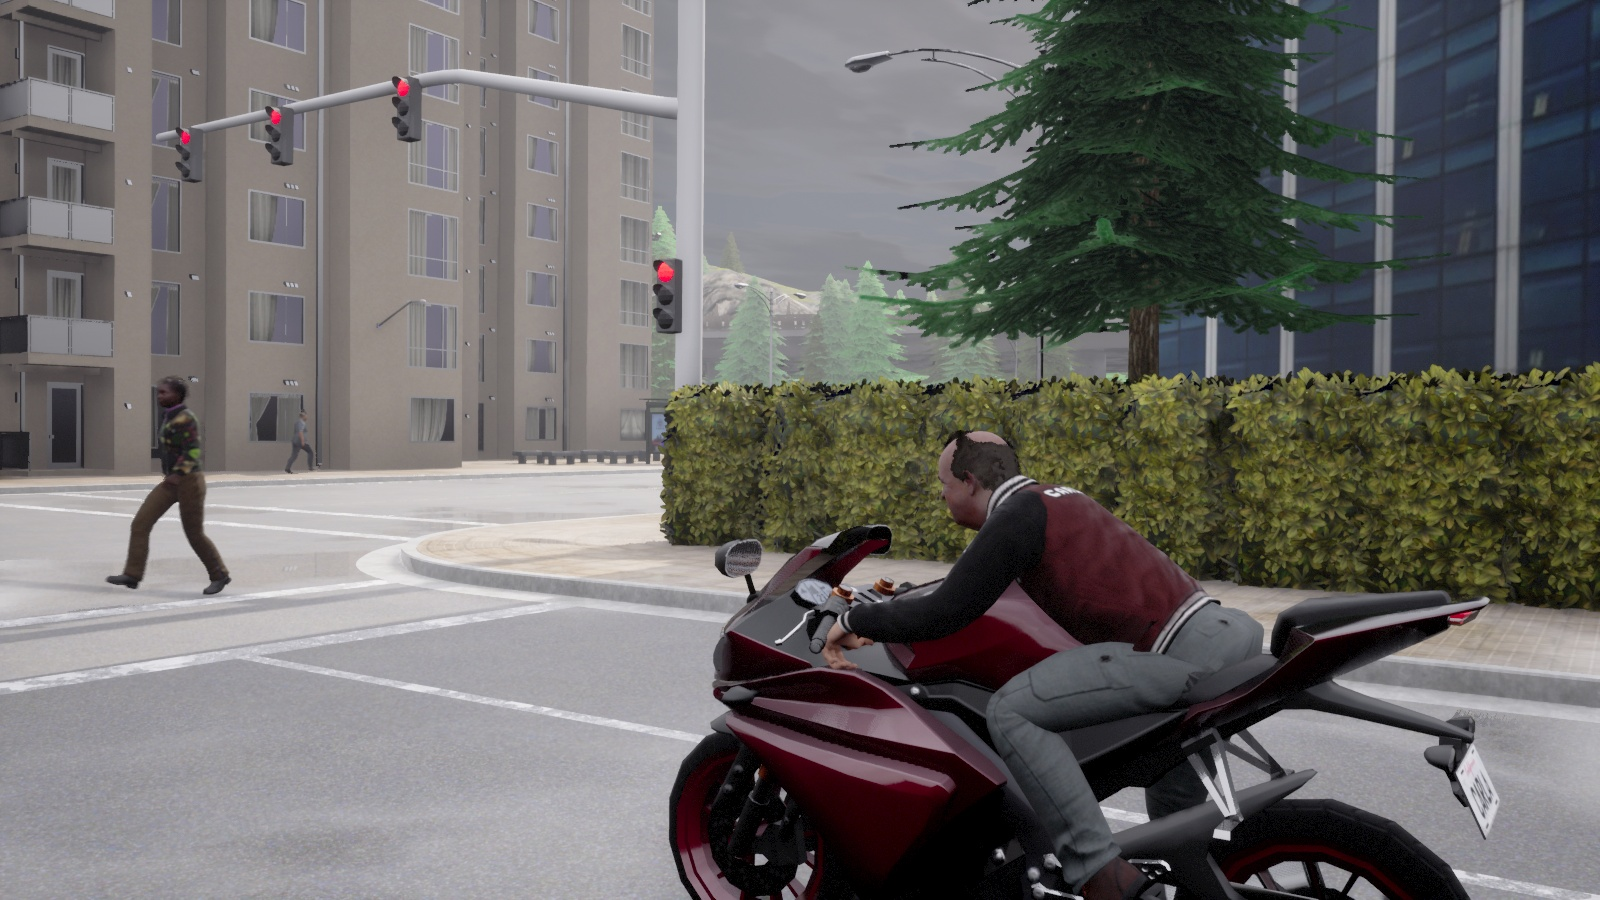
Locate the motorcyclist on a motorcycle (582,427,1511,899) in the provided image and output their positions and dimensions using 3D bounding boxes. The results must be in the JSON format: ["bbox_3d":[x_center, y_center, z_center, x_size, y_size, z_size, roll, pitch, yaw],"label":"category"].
[{"bbox_3d":[0.552,0.717,3.257,2.191,1.530,0.866,0,1,34],"label":"motorcyclist on a motorcycle"}]

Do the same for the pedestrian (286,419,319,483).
[{"bbox_3d":[-14.429,0.023,36.424,0.540,1.848,0.694,0,1,41],"label":"pedestrian"}]

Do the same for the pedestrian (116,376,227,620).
[{"bbox_3d":[-5.175,0.375,10.355,0.395,1.930,0.692,0,1,35],"label":"pedestrian"}]
